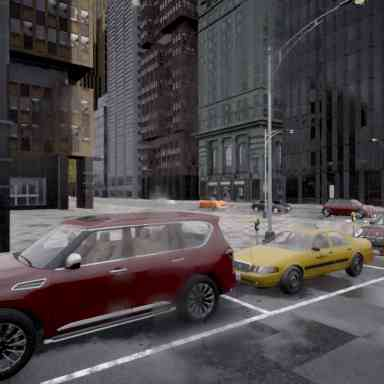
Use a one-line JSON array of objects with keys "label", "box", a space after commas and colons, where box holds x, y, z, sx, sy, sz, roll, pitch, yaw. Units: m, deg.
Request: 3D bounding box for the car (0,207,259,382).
[{"label": "car", "box": [-1.494, 1.315, 5.588, 5.009, 1.841, 2.192, 0, 0, -36]}]

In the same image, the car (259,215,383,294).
[{"label": "car", "box": [2.928, 1.524, 8.742, 4.829, 1.417, 1.752, 0, 0, -36]}]

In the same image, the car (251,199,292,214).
[{"label": "car", "box": [8.781, 1.577, 36.997, 1.837, 1.490, 4.892, 0, 0, -35]}]

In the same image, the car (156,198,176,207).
[{"label": "car", "box": [-4.406, 1.664, 55.611, 1.812, 1.442, 4.674, 0, 0, -35]}]

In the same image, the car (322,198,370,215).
[{"label": "car", "box": [14.022, 1.397, 29.642, 2.097, 1.767, 4.553, 0, 0, -35]}]

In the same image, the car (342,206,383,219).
[{"label": "car", "box": [7.627, 1.438, 12.094, 4.097, 1.590, 1.967, 0, 0, -36]}]

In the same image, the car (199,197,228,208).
[{"label": "car", "box": [2.888, 1.455, 45.288, 2.097, 1.767, 4.553, 0, 0, -36]}]
